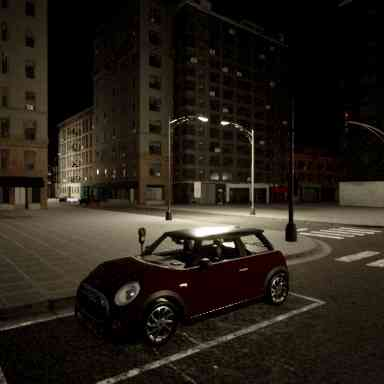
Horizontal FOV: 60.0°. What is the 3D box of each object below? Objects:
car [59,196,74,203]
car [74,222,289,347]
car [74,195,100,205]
[{"bbox_3d":[-22.162,1.275,59.253,1.895,1.301,4.718,0,0,-39],"label":"car"},{"bbox_3d":[-0.043,1.440,6.273,4.097,1.590,1.967,0,0,-38],"label":"car"},{"bbox_3d":[-15.838,1.221,51.154,2.128,1.511,4.902,0,0,-38],"label":"car"}]
